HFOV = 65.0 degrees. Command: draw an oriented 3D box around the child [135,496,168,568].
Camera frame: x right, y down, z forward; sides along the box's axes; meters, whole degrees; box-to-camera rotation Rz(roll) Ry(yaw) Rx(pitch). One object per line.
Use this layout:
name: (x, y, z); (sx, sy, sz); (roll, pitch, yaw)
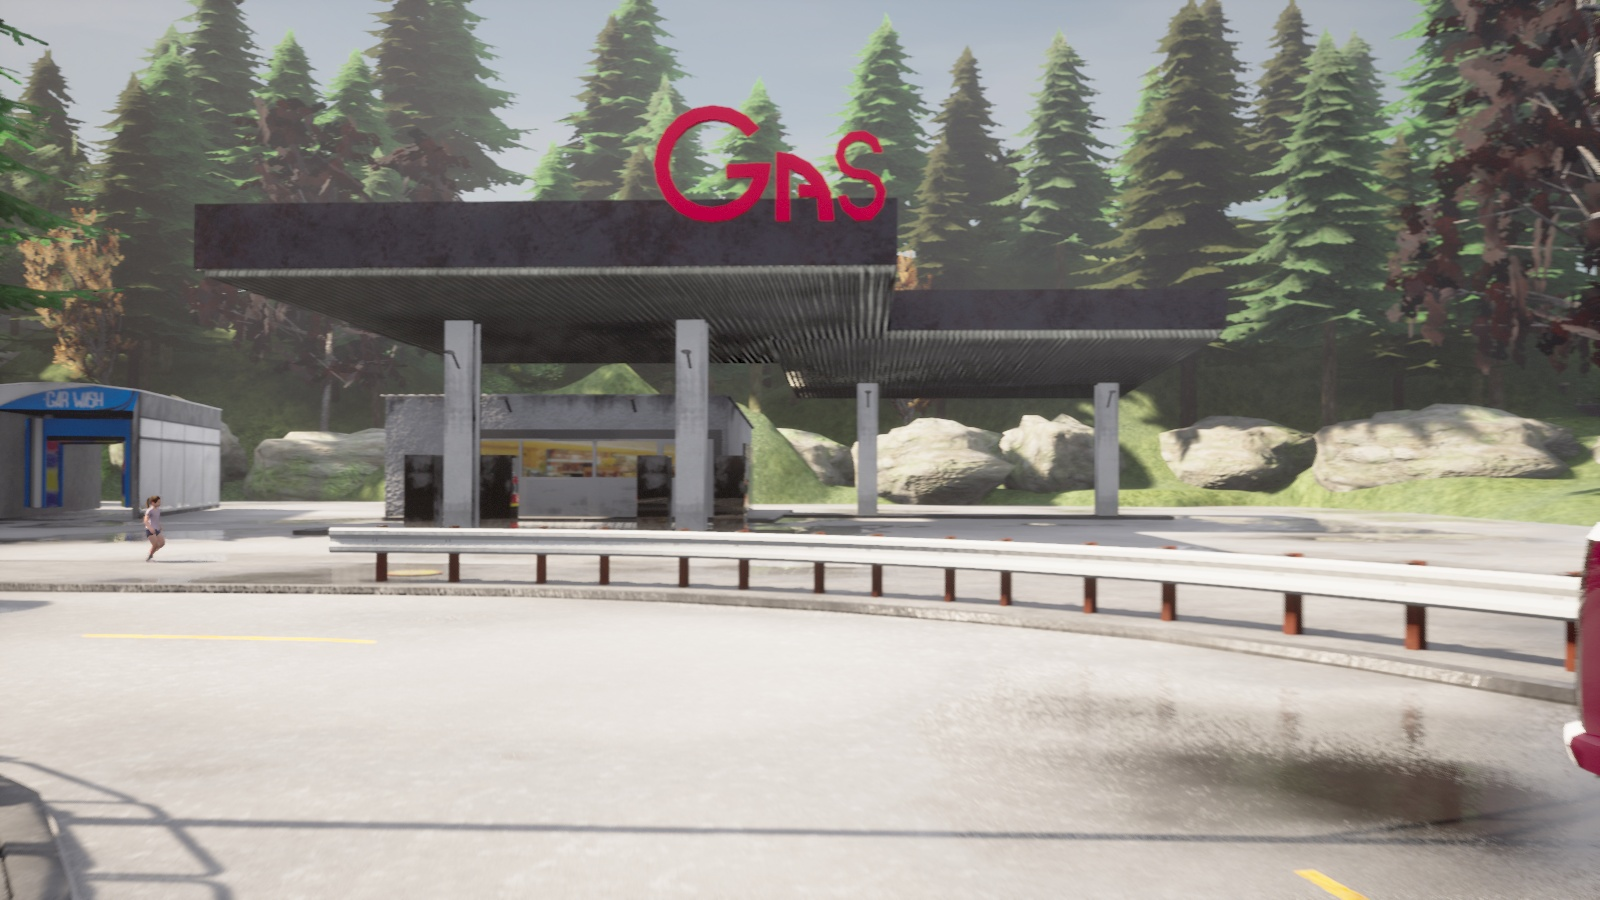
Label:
child: (-10.195, 1.283, 19.745); (0.394, 1.110, 0.255); (0, -1, 1)

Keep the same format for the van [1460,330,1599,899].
van: (3.959, 0.573, 3.103); (2.069, 2.038, 4.480); (0, -1, -4)
